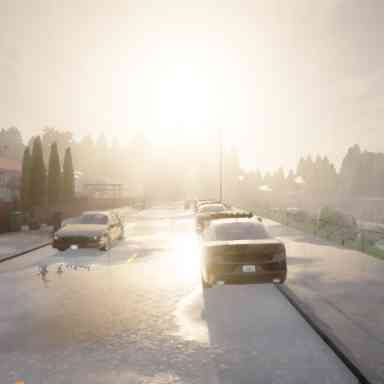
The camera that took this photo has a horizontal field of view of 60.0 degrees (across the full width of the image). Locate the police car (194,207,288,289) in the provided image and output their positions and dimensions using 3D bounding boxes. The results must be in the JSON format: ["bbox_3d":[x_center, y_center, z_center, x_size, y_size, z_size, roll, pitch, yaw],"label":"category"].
[{"bbox_3d":[1.150,1.401,9.354,1.930,1.638,5.238,-2,-1,0],"label":"police car"}]

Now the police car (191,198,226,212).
[{"bbox_3d":[1.122,1.375,19.346,1.930,1.638,5.238,-4,0,0],"label":"police car"}]

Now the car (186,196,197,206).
[{"bbox_3d":[-0.063,1.505,57.588,1.837,1.490,4.892,0,0,0],"label":"car"}]

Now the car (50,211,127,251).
[{"bbox_3d":[-4.116,1.547,14.287,2.033,1.411,5.357,0,0,0],"label":"car"}]

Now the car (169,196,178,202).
[{"bbox_3d":[-4.084,1.564,74.969,1.994,1.385,4.181,0,0,0],"label":"car"}]

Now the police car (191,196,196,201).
[{"bbox_3d":[1.118,1.375,25.338,1.930,1.638,5.238,-4,0,0],"label":"police car"}]

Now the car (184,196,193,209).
[{"bbox_3d":[-0.015,1.564,45.227,1.994,1.385,4.181,0,0,0],"label":"car"}]
